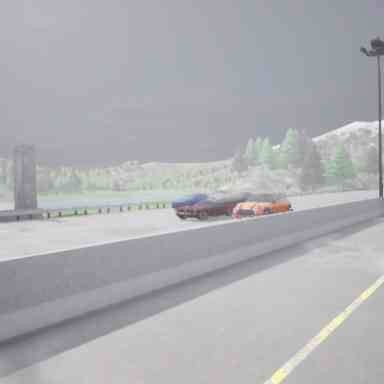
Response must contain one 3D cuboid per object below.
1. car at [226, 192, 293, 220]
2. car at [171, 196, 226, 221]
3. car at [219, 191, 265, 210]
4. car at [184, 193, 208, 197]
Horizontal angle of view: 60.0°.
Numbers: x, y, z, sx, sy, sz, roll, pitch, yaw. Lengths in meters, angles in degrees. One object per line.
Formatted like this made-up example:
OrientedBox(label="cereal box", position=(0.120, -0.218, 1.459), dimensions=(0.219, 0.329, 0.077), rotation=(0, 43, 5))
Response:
OrientedBox(label="car", position=(4.545, 0.860, 21.112), dimensions=(2.097, 1.767, 4.553), rotation=(0, 1, 42))
OrientedBox(label="car", position=(1.069, 1.169, 22.475), dimensions=(1.895, 1.301, 4.718), rotation=(0, 1, 42))
OrientedBox(label="car", position=(4.894, 0.780, 31.994), dimensions=(1.882, 1.535, 5.008), rotation=(0, 1, 42))
OrientedBox(label="car", position=(0.175, 0.895, 31.971), dimensions=(1.882, 1.535, 5.008), rotation=(0, 1, 42))
